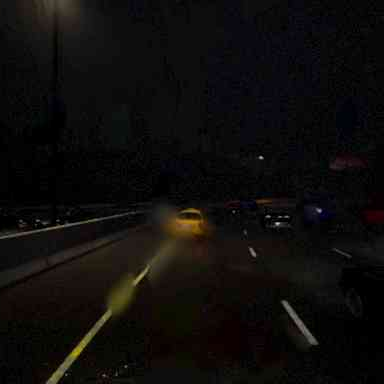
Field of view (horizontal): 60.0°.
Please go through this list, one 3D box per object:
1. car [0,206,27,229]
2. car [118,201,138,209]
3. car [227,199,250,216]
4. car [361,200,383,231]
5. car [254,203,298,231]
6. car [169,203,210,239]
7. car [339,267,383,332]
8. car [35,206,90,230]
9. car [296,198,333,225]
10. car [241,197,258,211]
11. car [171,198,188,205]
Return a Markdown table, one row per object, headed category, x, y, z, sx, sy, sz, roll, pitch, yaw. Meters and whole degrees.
| category | x | y | z | sx | sy | sz | roll | pitch | yaw |
| --- | --- | --- | --- | --- | --- | --- | --- | --- | --- |
| car | -12.535 | 1.702 | 21.051 | 1.837 | 1.490 | 4.892 | 0 | -1 | 8 |
| car | -10.970 | 2.155 | 57.343 | 1.994 | 1.385 | 4.181 | 0 | -1 | 20 |
| car | 5.283 | 1.938 | 38.980 | 1.837 | 1.490 | 4.892 | 0 | 0 | 17 |
| car | 12.231 | 1.469 | 20.148 | 2.150 | 2.045 | 5.566 | 0 | -1 | 8 |
| car | 5.548 | 1.748 | 22.528 | 2.128 | 1.511 | 4.902 | 0 | -1 | 9 |
| car | 0.014 | 1.657 | 18.598 | 1.801 | 1.575 | 5.366 | 0 | -1 | 7 |
| car | 3.755 | 1.659 | 4.408 | 1.895 | 1.301 | 4.718 | 0 | -1 | 2 |
| car | -8.746 | 1.731 | 22.923 | 1.837 | 1.490 | 4.892 | 0 | -1 | 9 |
| car | 9.891 | 1.538 | 27.172 | 2.150 | 2.045 | 5.566 | 0 | -1 | 11 |
| car | 8.409 | 1.774 | 49.466 | 2.150 | 2.045 | 5.566 | 0 | -1 | 20 |
| car | -2.163 | 1.846 | 60.986 | 1.882 | 1.535 | 5.008 | 0 | -1 | 22 |
